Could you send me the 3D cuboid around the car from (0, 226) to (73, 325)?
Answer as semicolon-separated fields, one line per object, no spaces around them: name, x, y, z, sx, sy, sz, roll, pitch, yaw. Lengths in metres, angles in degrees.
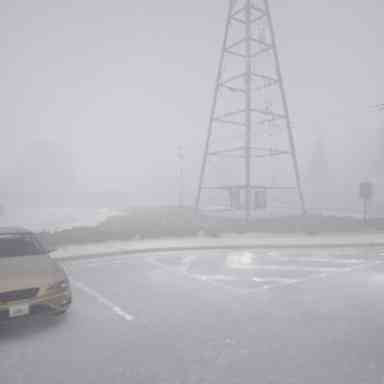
car;-3.814;1.506;6.759;1.816;1.474;4.193;0;0;-35
